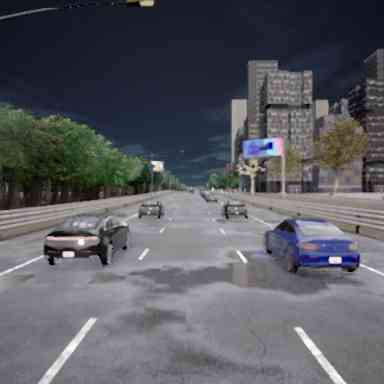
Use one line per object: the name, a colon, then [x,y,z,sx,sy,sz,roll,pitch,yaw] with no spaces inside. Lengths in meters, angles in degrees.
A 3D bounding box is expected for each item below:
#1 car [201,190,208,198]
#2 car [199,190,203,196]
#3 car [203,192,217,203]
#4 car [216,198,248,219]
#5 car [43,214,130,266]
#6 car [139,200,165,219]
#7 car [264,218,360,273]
car: [3.484,0.957,69.092,2.033,1.411,5.357,0,1,0]
car: [3.480,0.708,80.120,2.163,1.488,4.792,0,1,0]
car: [3.486,1.148,58.097,1.994,1.385,4.181,0,1,0]
car: [3.590,1.425,28.703,2.128,1.511,4.902,0,1,0]
car: [-3.405,1.509,11.589,2.128,1.511,4.902,0,0,0]
car: [-3.409,1.424,28.713,2.128,1.511,4.902,0,1,0]
car: [3.596,1.543,10.646,1.812,1.442,4.674,0,0,0]
